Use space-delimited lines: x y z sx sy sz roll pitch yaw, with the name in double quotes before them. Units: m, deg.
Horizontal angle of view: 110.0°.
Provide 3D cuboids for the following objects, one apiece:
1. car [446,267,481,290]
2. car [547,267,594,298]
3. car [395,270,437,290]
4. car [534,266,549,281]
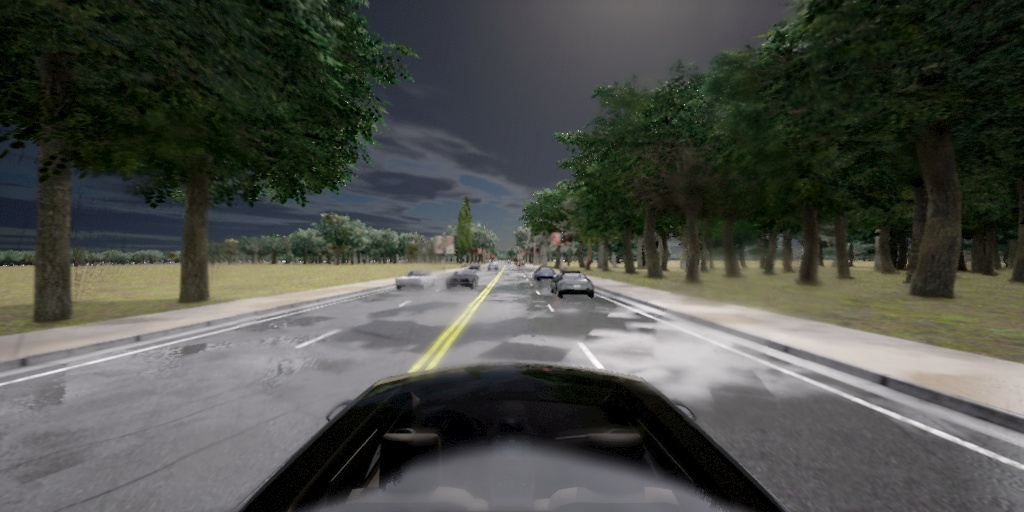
"car" -3.378 1.637 25.111 1.895 1.301 4.718 0 -1 0
"car" 3.331 1.541 20.389 1.994 1.385 4.181 0 -1 0
"car" -6.628 1.637 25.090 1.895 1.301 4.718 0 -1 0
"car" 3.288 1.733 36.107 1.994 1.385 4.181 0 -1 0
